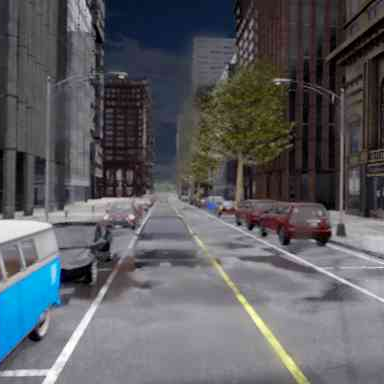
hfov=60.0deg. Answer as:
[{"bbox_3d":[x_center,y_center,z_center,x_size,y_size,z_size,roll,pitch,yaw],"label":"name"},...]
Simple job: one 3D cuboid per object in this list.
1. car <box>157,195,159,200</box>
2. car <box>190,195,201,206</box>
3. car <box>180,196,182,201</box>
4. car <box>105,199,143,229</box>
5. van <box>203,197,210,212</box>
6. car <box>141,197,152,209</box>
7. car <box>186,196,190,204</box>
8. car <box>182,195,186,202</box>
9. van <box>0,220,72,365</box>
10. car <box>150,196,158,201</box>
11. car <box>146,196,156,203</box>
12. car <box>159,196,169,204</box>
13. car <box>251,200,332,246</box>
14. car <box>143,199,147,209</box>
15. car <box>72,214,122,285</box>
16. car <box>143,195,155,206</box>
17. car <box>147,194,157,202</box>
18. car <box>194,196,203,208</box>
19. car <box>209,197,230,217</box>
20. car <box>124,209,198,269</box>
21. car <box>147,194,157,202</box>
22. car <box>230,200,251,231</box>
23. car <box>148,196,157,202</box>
[{"bbox_3d":[-8.253,1.377,65.570,2.192,1.841,5.009,1,0,-5],"label":"car"},{"bbox_3d":[1.224,1.699,55.069,1.947,1.339,4.313,1,0,-5],"label":"car"},{"bbox_3d":[-1.257,1.748,83.329,1.752,1.417,4.829,1,0,-5],"label":"car"},{"bbox_3d":[-4.308,1.418,20.631,1.967,1.590,4.097,1,0,-5],"label":"car"},{"bbox_3d":[2.707,1.442,38.217,1.690,1.788,3.998,1,0,-5],"label":"van"},{"bbox_3d":[-5.789,1.577,37.484,1.802,1.307,4.206,1,0,-5],"label":"car"},{"bbox_3d":[0.733,1.466,60.688,2.192,1.841,5.009,1,0,-5],"label":"car"},{"bbox_3d":[-0.749,1.769,77.541,1.947,1.339,4.313,1,0,-5],"label":"car"},{"bbox_3d":[-2.827,1.309,3.779,1.690,1.788,3.998,1,0,-5],"label":"van"},{"bbox_3d":[-10.722,1.725,93.654,1.947,1.339,4.313,1,0,-5],"label":"car"},{"bbox_3d":[-8.748,1.646,71.186,1.947,1.339,4.313,1,0,-5],"label":"car"},{"bbox_3d":[-5.699,1.591,66.966,2.128,1.511,4.902,1,0,-5],"label":"car"},{"bbox_3d":[4.680,1.394,15.746,2.192,1.841,5.009,1,0,-5],"label":"car"},{"bbox_3d":[-4.803,1.528,26.248,1.887,1.381,4.507,1,0,-5],"label":"car"},{"bbox_3d":[-3.323,1.535,9.396,1.947,1.339,4.313,1,0,-5],"label":"car"},{"bbox_3d":[-6.760,1.537,48.548,1.752,1.417,4.829,1,0,-5],"label":"car"},{"bbox_3d":[-7.266,1.343,54.334,2.192,1.841,5.009,1,0,-5],"label":"car"},{"bbox_3d":[1.717,1.700,49.453,1.802,1.307,4.206,1,0,-5],"label":"car"},{"bbox_3d":[3.199,1.536,32.599,1.967,1.590,4.097,1,0,-5],"label":"car"},{"bbox_3d":[-0.929,1.550,11.491,2.033,1.411,5.357,1,0,-5],"label":"car"},{"bbox_3d":[-9.239,1.413,76.803,2.192,1.841,5.009,1,0,-5],"label":"car"},{"bbox_3d":[4.187,1.399,21.363,2.192,1.841,5.009,1,0,-5],"label":"car"},{"bbox_3d":[-9.734,1.661,82.420,1.887,1.381,4.507,1,0,-5],"label":"car"}]
